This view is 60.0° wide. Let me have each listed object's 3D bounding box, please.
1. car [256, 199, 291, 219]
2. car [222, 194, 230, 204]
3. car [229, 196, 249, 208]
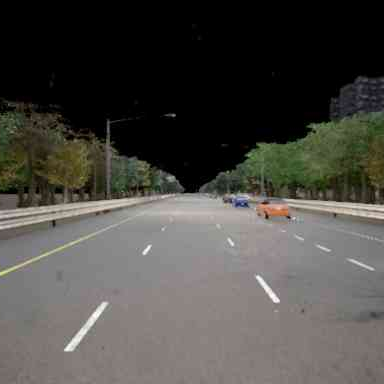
[{"bbox_3d":[7.013,1.373,29.046,2.097,1.767,4.553,0,0,0],"label":"car"},{"bbox_3d":[7.147,1.573,67.590,1.837,1.490,4.892,0,0,0],"label":"car"},{"bbox_3d":[7.070,1.538,48.875,1.882,1.535,5.008,0,0,0],"label":"car"}]
